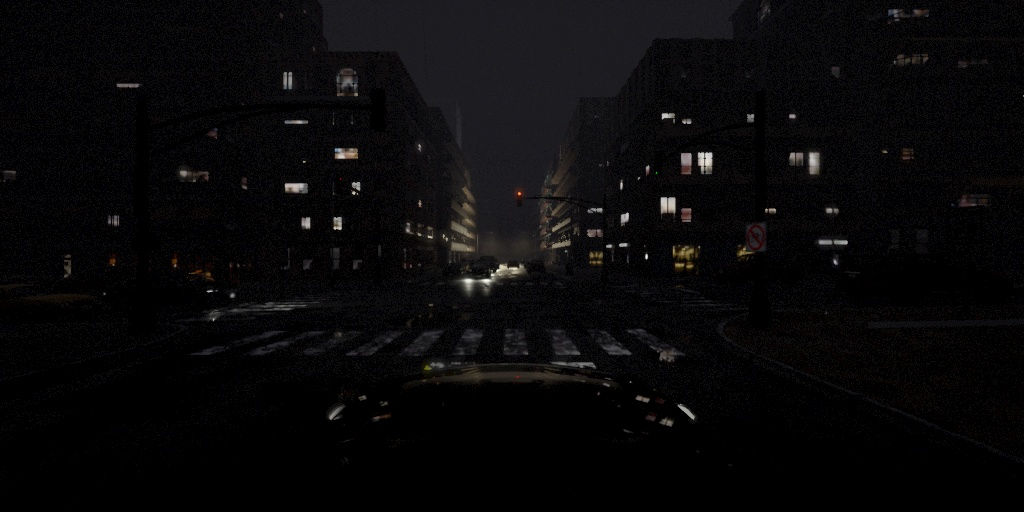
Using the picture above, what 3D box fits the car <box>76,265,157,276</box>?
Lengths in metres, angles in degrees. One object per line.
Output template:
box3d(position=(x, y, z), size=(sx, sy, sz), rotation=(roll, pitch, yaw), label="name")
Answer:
box3d(position=(-23.560, 1.461, 21.123), size=(5.009, 1.841, 2.192), rotation=(0, 0, 0), label="car")

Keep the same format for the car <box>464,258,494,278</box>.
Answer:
box3d(position=(-3.036, 1.231, 34.102), size=(1.882, 1.535, 5.008), rotation=(0, 0, 0), label="car")

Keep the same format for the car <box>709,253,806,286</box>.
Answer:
box3d(position=(14.615, 0.757, 21.412), size=(5.009, 1.841, 2.192), rotation=(0, 0, 0), label="car")

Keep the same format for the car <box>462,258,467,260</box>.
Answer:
box3d(position=(-5.612, 1.281, 40.630), size=(1.751, 1.417, 4.829), rotation=(0, 0, 0), label="car")

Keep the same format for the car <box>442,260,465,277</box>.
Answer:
box3d(position=(-5.623, 1.320, 35.117), size=(1.948, 1.339, 4.313), rotation=(0, 0, 0), label="car")

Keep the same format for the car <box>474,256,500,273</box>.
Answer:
box3d(position=(-3.014, 0.978, 44.083), size=(2.150, 2.045, 5.566), rotation=(0, 0, 0), label="car")

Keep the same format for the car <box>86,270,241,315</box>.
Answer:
box3d(position=(-14.496, 1.485, 15.426), size=(4.902, 1.511, 2.128), rotation=(-1, 0, 0), label="car")

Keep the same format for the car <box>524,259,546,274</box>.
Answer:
box3d(position=(2.769, 1.195, 40.785), size=(1.967, 1.591, 4.097), rotation=(0, 0, 0), label="car")

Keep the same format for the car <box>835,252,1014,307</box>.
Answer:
box3d(position=(14.733, 0.774, 13.032), size=(5.009, 1.841, 2.192), rotation=(0, 0, 0), label="car")

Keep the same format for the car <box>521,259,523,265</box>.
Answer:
box3d(position=(2.803, 1.345, 57.832), size=(1.802, 1.307, 4.207), rotation=(0, 0, 0), label="car")

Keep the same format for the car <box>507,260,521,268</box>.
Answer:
box3d(position=(0.220, 1.328, 61.402), size=(1.994, 1.385, 4.181), rotation=(0, 0, 0), label="car")

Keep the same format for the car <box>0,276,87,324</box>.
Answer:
box3d(position=(-17.608, 1.585, 12.815), size=(4.829, 1.417, 1.751), rotation=(0, 0, 0), label="car")
